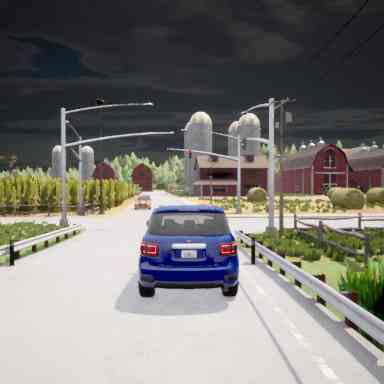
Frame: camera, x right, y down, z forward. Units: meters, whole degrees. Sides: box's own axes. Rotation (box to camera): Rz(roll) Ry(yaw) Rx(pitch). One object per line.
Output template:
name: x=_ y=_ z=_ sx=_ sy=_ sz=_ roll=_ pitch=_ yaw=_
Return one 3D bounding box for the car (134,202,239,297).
car: x=-0.109 y=1.364 z=9.040 sx=2.150 sy=2.045 sz=5.566 roll=0 pitch=-2 yaw=-1

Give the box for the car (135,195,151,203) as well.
car: x=-6.390 y=1.333 z=43.495 sx=2.097 sy=1.767 sz=4.553 roll=0 pitch=1 yaw=-7

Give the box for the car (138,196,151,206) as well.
car: x=-7.601 y=1.389 z=53.157 sx=1.994 sy=1.385 sz=4.181 roll=0 pitch=1 yaw=-8

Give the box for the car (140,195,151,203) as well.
car: x=-8.849 y=1.229 z=63.121 sx=1.994 sy=1.385 sz=4.181 roll=0 pitch=1 yaw=-7
